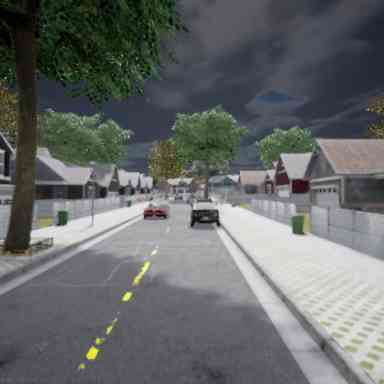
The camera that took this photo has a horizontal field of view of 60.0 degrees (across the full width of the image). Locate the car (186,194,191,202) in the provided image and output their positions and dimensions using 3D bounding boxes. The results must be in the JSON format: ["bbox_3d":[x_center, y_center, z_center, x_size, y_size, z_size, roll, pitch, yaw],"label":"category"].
[{"bbox_3d":[0.003,1.272,57.130,2.128,1.511,4.902,0,0,0],"label":"car"}]

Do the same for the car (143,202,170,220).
[{"bbox_3d":[-2.846,1.505,27.362,1.895,1.301,4.718,0,0,0],"label":"car"}]

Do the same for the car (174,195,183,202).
[{"bbox_3d":[-2.748,1.265,68.761,2.033,1.411,5.357,0,0,0],"label":"car"}]

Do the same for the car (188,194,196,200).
[{"bbox_3d":[0.004,1.100,74.648,1.812,1.442,4.674,0,0,0],"label":"car"}]

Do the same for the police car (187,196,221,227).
[{"bbox_3d":[0.826,1.348,22.451,1.930,1.638,5.238,0,0,0],"label":"police car"}]

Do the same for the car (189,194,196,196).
[{"bbox_3d":[0.826,1.364,38.346,1.837,1.490,4.892,0,0,0],"label":"car"}]
